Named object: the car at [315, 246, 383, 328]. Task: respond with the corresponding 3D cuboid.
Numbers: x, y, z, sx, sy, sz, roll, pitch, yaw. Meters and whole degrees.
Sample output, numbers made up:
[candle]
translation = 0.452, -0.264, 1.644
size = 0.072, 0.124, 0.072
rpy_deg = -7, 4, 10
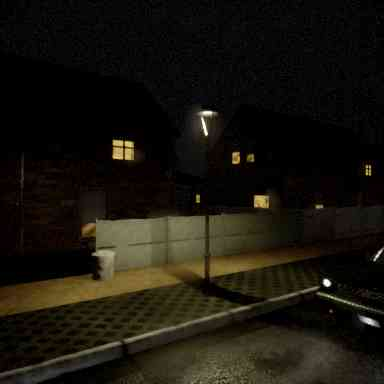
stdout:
[car]
translation = 4.413, 1.605, 6.211
size = 4.718, 1.301, 1.895
rpy_deg = 0, 0, -35
